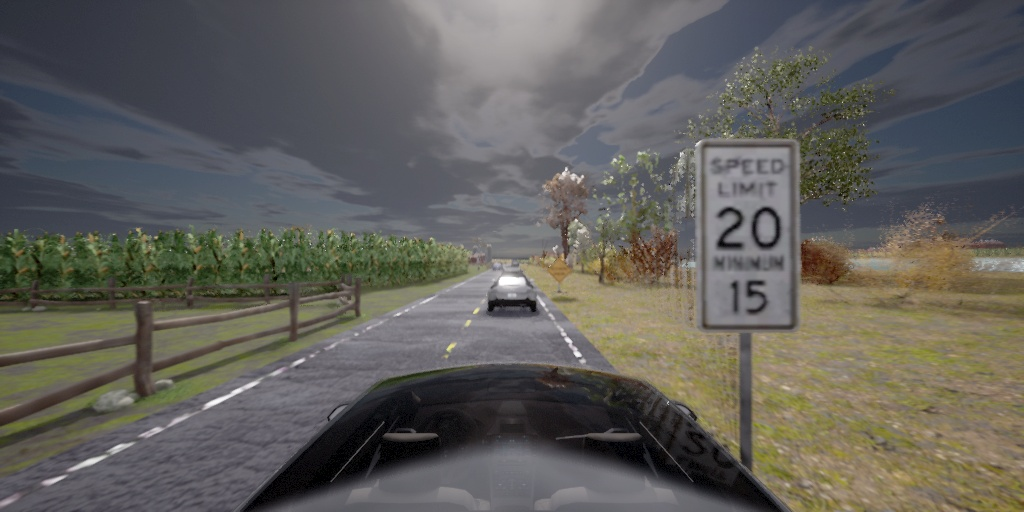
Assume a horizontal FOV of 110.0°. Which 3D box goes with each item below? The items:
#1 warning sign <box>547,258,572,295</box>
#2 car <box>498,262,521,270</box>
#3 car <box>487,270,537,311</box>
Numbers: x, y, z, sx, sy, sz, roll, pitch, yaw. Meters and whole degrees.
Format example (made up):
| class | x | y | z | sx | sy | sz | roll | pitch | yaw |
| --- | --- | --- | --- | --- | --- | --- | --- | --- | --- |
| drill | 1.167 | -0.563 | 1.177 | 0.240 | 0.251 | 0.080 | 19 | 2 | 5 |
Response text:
| class | x | y | z | sx | sy | sz | roll | pitch | yaw |
| --- | --- | --- | --- | --- | --- | --- | --- | --- | --- |
| warning sign | 2.457 | 1.042 | 18.620 | 1.300 | 1.860 | 1.060 | 0 | 0 | 0 |
| car | 0.032 | 1.566 | 30.352 | 1.837 | 1.490 | 4.892 | 0 | 0 | 0 |
| car | 0.026 | 1.457 | 15.421 | 1.994 | 1.385 | 4.181 | 0 | -1 | 1 |
